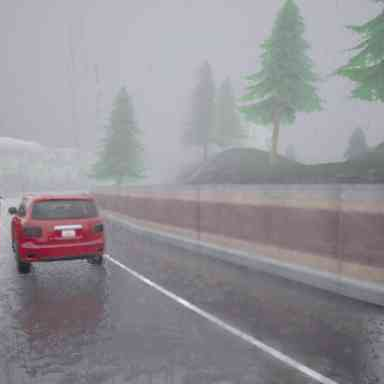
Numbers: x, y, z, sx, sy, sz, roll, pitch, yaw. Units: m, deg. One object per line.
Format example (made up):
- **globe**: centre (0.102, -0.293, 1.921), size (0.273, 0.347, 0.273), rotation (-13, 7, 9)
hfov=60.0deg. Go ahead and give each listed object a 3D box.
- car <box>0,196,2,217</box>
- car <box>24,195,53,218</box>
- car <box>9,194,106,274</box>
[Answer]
- **car**: centre (-14.191, 0.854, 22.248), size (2.150, 2.045, 5.566), rotation (0, 1, -24)
- **car**: centre (-12.346, 1.074, 26.955), size (1.882, 1.535, 5.008), rotation (0, 1, -22)
- **car**: centre (-4.366, 1.068, 10.467), size (2.150, 2.045, 5.566), rotation (0, 1, -30)
